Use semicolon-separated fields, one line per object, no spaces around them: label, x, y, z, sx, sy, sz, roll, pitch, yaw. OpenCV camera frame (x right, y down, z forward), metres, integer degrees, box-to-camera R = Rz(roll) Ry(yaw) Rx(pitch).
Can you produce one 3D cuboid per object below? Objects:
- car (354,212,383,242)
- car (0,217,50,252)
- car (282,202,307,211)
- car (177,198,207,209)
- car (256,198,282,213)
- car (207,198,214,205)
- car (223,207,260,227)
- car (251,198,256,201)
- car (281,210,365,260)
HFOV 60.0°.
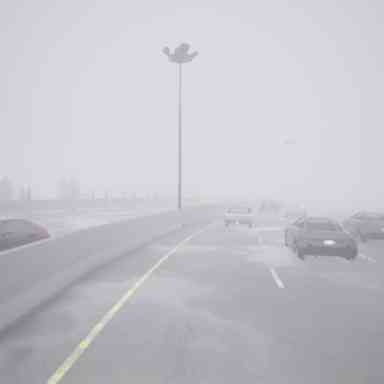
car;9.054;1.672;16.771;1.994;1.385;4.181;0;0;12
car;-6.320;1.541;10.507;1.812;1.442;4.674;0;0;7
car;10.333;1.704;32.955;1.812;1.442;4.674;0;0;21
car;-0.194;1.528;44.081;2.097;1.767;4.553;0;0;26
car;9.539;1.554;39.687;2.097;1.767;4.553;0;0;25
car;2.200;1.761;56.090;1.812;1.442;4.674;0;0;27
car;3.540;1.713;23.817;1.895;1.301;4.718;0;0;15
car;11.152;1.802;56.741;1.812;1.442;4.674;0;-1;35
car;4.795;1.638;12.892;1.994;1.385;4.181;0;0;8
